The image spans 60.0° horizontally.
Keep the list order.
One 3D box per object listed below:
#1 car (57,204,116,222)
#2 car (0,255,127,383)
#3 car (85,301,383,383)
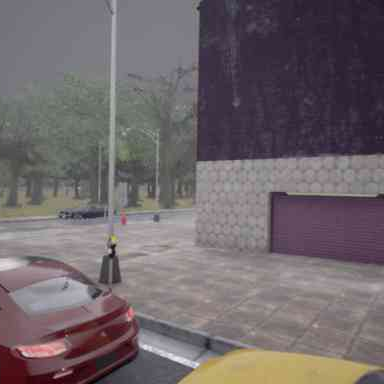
[{"bbox_3d":[-8.876,1.728,28.182,1.895,1.301,4.718,2,0,36],"label":"car"},{"bbox_3d":[-2.566,1.577,4.626,4.206,1.307,1.802,0,1,36],"label":"car"},{"bbox_3d":[1.796,1.526,1.507,4.829,1.417,1.752,0,1,36],"label":"car"}]
